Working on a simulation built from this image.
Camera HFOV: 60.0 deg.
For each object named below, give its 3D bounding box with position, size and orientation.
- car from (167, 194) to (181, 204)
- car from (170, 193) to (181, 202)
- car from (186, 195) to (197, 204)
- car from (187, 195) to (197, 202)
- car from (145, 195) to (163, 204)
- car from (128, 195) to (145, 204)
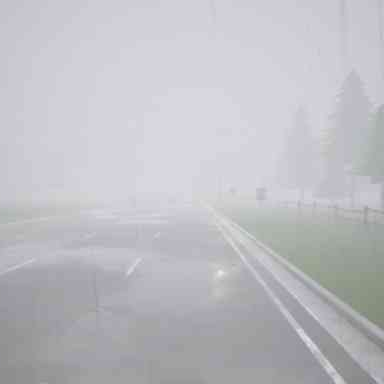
[{"bbox_3d":[-3.538,1.502,62.144,1.837,1.490,4.892,0,0,0],"label":"car"},{"bbox_3d":[-3.543,1.183,70.987,2.097,1.767,4.553,0,0,0],"label":"car"},{"bbox_3d":[-0.038,1.526,62.019,1.812,1.442,4.674,0,0,0],"label":"car"},{"bbox_3d":[-0.043,1.353,71.003,2.128,1.511,4.902,0,0,0],"label":"car"},{"bbox_3d":[-7.038,1.524,62.336,1.812,1.442,4.674,0,0,0],"label":"car"},{"bbox_3d":[-10.538,1.475,61.703,1.882,1.535,5.008,0,0,0],"label":"car"}]
